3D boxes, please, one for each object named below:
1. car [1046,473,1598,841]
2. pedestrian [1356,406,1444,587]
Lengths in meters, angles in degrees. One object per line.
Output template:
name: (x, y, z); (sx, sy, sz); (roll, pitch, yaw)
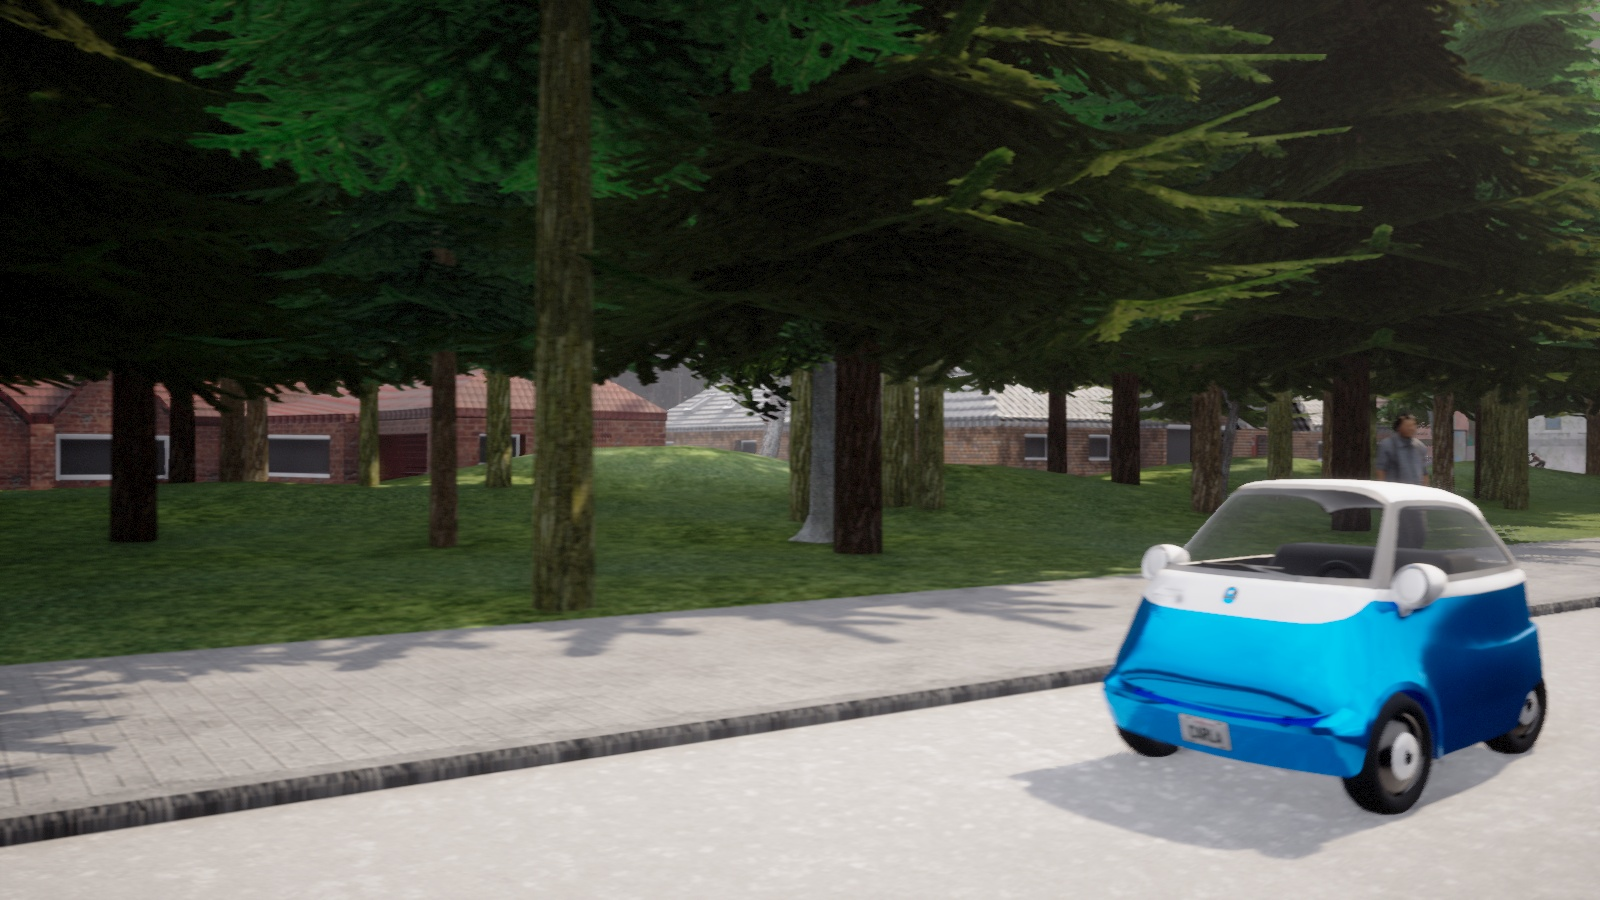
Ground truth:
car: (2.502, 0.809, 6.009); (2.207, 1.376, 1.481); (1, -1, -35)
pedestrian: (6.315, 0.474, 13.235); (0.540, 1.848, 0.694); (0, 0, -8)
